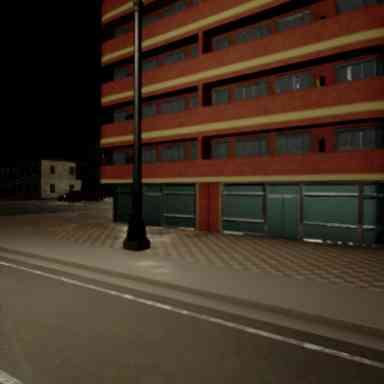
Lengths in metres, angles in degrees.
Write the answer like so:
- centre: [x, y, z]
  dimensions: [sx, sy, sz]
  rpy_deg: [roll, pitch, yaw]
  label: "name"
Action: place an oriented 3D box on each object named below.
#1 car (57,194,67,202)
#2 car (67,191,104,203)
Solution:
- centre: [-18.184, 0.650, 50.813]
  dimensions: [2.097, 1.767, 4.553]
  rpy_deg: [1, 1, 37]
  label: "car"
- centre: [-15.279, 0.801, 48.868]
  dimensions: [1.882, 1.535, 5.008]
  rpy_deg: [1, 1, 37]
  label: "car"
